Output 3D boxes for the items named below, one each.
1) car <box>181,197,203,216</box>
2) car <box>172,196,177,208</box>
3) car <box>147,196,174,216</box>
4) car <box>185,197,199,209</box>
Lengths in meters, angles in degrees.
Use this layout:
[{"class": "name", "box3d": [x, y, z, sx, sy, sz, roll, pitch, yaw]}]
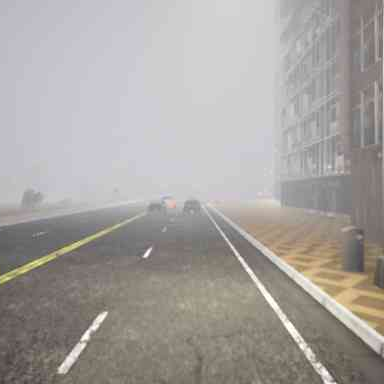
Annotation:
[{"class": "car", "box3d": [0.009, 1.470, 32.632, 1.837, 1.490, 4.892, 0, 0, 0]}, {"class": "car", "box3d": [-3.211, 1.300, 45.947, 2.097, 1.767, 4.553, 0, 0, 1]}, {"class": "car", "box3d": [-3.243, 1.457, 32.498, 2.128, 1.511, 4.902, 0, 0, 0]}, {"class": "car", "box3d": [0.040, 1.455, 46.072, 1.837, 1.490, 4.892, 0, 0, 1]}]
